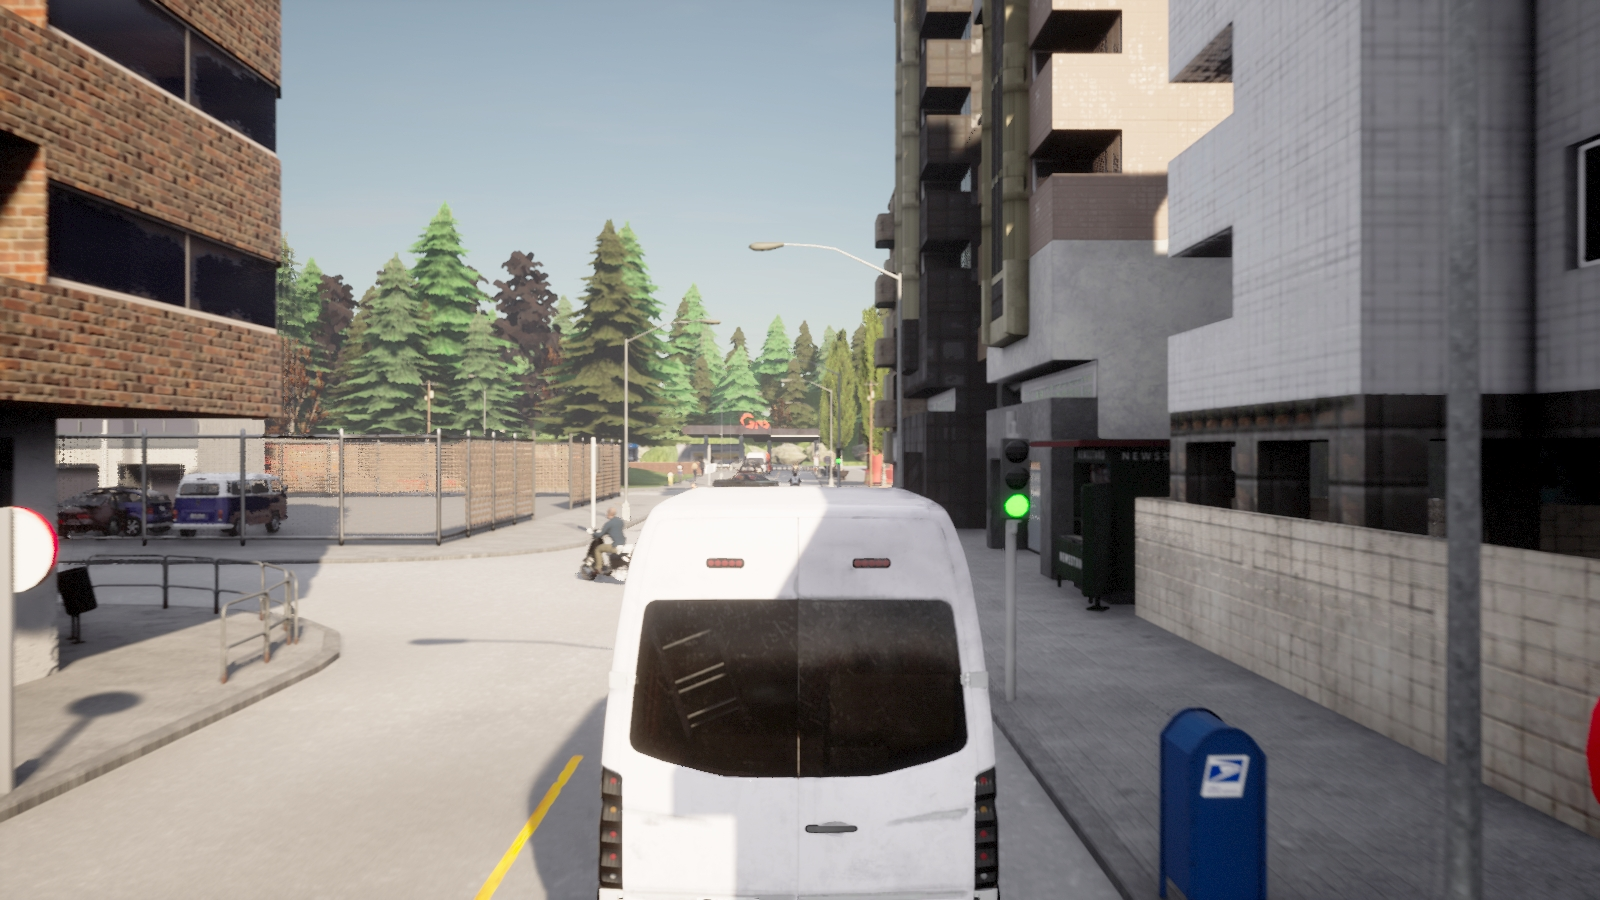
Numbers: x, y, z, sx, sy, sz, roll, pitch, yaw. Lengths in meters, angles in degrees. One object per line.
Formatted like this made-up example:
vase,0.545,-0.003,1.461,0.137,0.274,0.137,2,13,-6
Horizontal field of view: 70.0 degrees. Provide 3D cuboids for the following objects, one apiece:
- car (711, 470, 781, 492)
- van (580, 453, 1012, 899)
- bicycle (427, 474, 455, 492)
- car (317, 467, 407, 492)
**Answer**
car,-3.494,1.942,72.974,1.895,1.301,4.718,0,0,-42
van,-0.028,1.315,8.217,1.988,2.561,5.915,0,0,0
bicycle,-22.446,2.043,71.407,1.487,1.080,0.859,0,0,0
car,-27.331,1.850,71.388,4.792,1.488,2.163,0,0,0
